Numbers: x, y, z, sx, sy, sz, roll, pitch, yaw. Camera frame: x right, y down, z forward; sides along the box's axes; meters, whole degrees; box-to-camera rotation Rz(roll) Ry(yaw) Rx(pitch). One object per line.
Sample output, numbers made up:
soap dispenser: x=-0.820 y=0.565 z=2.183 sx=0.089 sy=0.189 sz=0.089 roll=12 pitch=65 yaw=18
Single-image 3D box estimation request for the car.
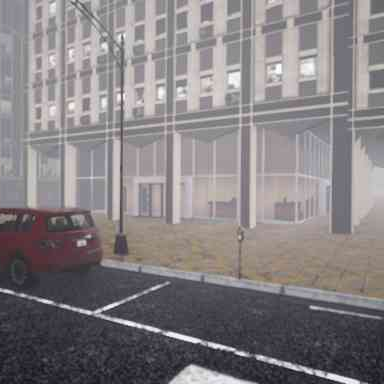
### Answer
car: x=-4.703 y=1.309 z=9.196 sx=5.009 sy=1.841 sz=2.192 roll=0 pitch=1 yaw=31
